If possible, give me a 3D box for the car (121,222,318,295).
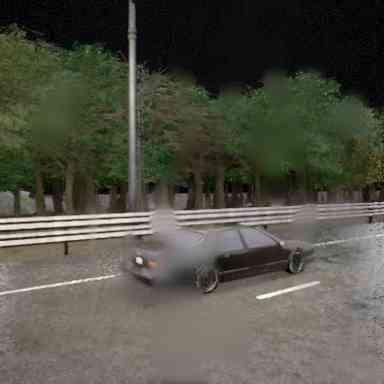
[{"bbox_3d":[0.927,1.517,8.625,5.357,1.411,2.033,0,0,-35],"label":"car"}]
